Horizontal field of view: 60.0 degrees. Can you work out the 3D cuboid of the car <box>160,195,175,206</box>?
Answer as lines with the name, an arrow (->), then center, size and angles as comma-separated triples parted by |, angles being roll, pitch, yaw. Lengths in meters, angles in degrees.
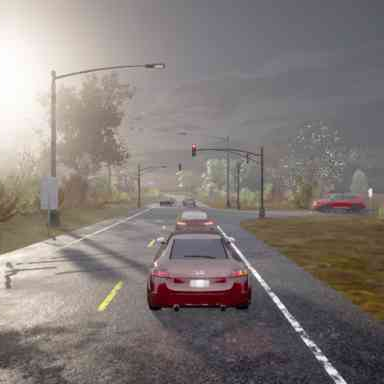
car -> -4.140, 1.603, 53.175 | 1.895, 1.301, 4.718 | 0, 0, -1

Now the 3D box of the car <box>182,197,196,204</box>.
car -> -0.399, 1.494, 51.461 | 2.128, 1.511, 4.902 | 0, 0, -2

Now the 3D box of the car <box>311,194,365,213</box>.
car -> 16.217, 1.232, 36.999 | 5.566, 2.045, 2.150 | 0, 0, 0

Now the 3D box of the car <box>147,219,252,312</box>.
car -> 0.102, 1.564, 7.806 | 1.994, 1.385, 4.181 | 0, 0, -1

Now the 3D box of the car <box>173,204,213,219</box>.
car -> 0.067, 1.526, 16.566 | 1.812, 1.442, 4.674 | 0, 0, -2

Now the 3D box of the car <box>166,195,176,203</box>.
car -> -4.583, 1.482, 72.738 | 1.882, 1.535, 5.008 | 0, 0, -2

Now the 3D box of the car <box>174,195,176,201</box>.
car -> -4.345, 1.567, 62.364 | 1.994, 1.385, 4.181 | 0, 0, -1

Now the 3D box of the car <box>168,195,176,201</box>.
car -> -4.941, 1.483, 83.186 | 1.882, 1.535, 5.008 | 0, 0, -2
